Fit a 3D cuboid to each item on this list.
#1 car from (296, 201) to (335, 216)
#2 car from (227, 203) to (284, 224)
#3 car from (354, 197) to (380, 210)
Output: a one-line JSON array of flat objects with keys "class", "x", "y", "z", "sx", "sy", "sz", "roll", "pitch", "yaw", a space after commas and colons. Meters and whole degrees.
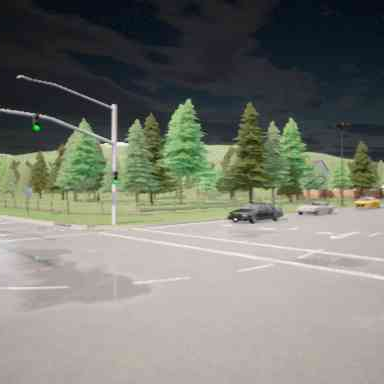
[{"class": "car", "x": 11.945, "y": 1.556, "z": 32.148, "sx": 4.718, "sy": 1.301, "sz": 1.895, "roll": 0, "pitch": 0, "yaw": -45}, {"class": "car", "x": 4.945, "y": 1.536, "z": 25.235, "sx": 5.357, "sy": 1.411, "sz": 2.033, "roll": 0, "pitch": 0, "yaw": -45}, {"class": "car", "x": 22.371, "y": 1.383, "z": 42.431, "sx": 5.008, "sy": 1.535, "sz": 1.882, "roll": 0, "pitch": 0, "yaw": -44}]
